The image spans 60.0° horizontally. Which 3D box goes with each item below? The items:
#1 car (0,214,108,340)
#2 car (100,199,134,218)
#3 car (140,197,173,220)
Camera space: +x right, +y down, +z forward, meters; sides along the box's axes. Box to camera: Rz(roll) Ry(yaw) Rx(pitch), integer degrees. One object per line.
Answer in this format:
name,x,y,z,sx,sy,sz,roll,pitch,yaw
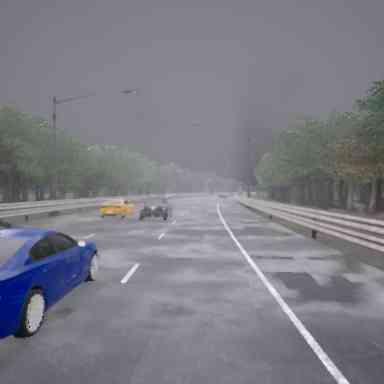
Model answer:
car,-3.329,1.443,6.555,1.882,1.535,5.008,0,0,1
car,-6.196,1.339,28.046,1.882,1.535,5.008,0,0,3
car,-2.759,1.223,26.463,2.097,1.767,4.553,0,0,2
